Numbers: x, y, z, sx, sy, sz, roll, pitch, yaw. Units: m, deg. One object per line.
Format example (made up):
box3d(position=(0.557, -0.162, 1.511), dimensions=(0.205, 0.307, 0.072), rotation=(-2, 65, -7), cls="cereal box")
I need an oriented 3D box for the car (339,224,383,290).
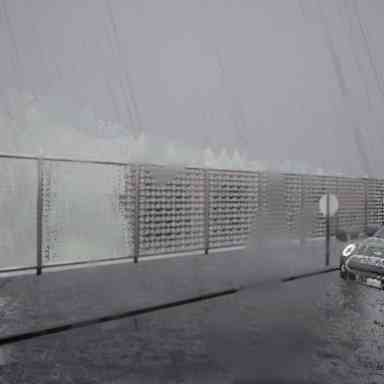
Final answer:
box3d(position=(5.915, 1.465, 8.754), dimensions=(4.553, 1.767, 2.097), rotation=(1, 0, -35), cls="car")
